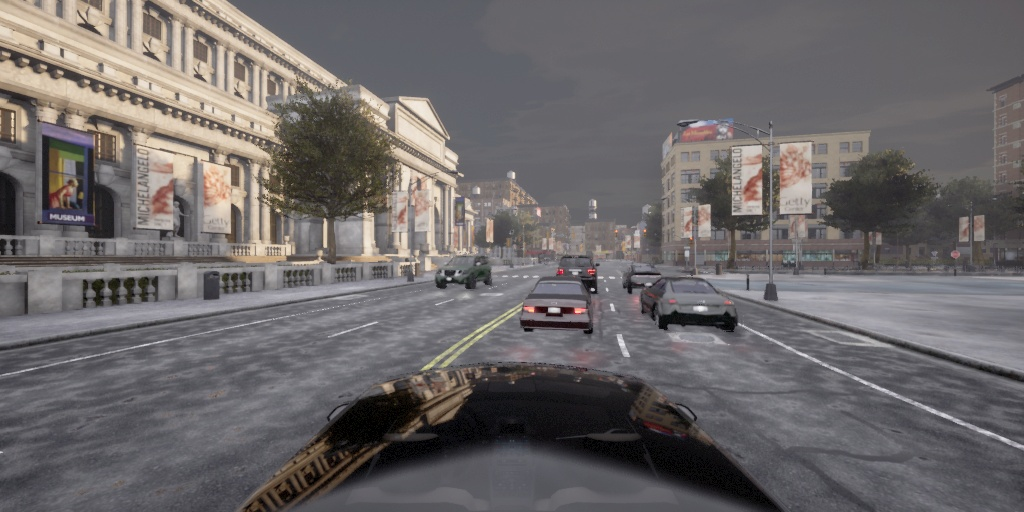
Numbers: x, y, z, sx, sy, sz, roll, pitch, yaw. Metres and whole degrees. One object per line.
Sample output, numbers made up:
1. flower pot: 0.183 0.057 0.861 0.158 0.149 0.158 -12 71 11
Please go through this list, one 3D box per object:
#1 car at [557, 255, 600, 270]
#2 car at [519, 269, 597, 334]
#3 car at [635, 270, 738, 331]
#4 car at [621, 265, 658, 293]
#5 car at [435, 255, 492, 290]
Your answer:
1. car: 3.821 0.971 20.710 2.150 2.045 5.566 0 0 14
2. car: 1.473 1.297 10.734 2.033 1.411 5.357 0 0 11
3. car: 5.210 1.313 11.081 1.994 1.385 4.181 0 0 12
4. car: 7.383 1.241 20.462 2.128 1.511 4.902 0 0 13
5. car: -2.929 0.977 23.090 2.150 2.045 5.566 0 0 14
